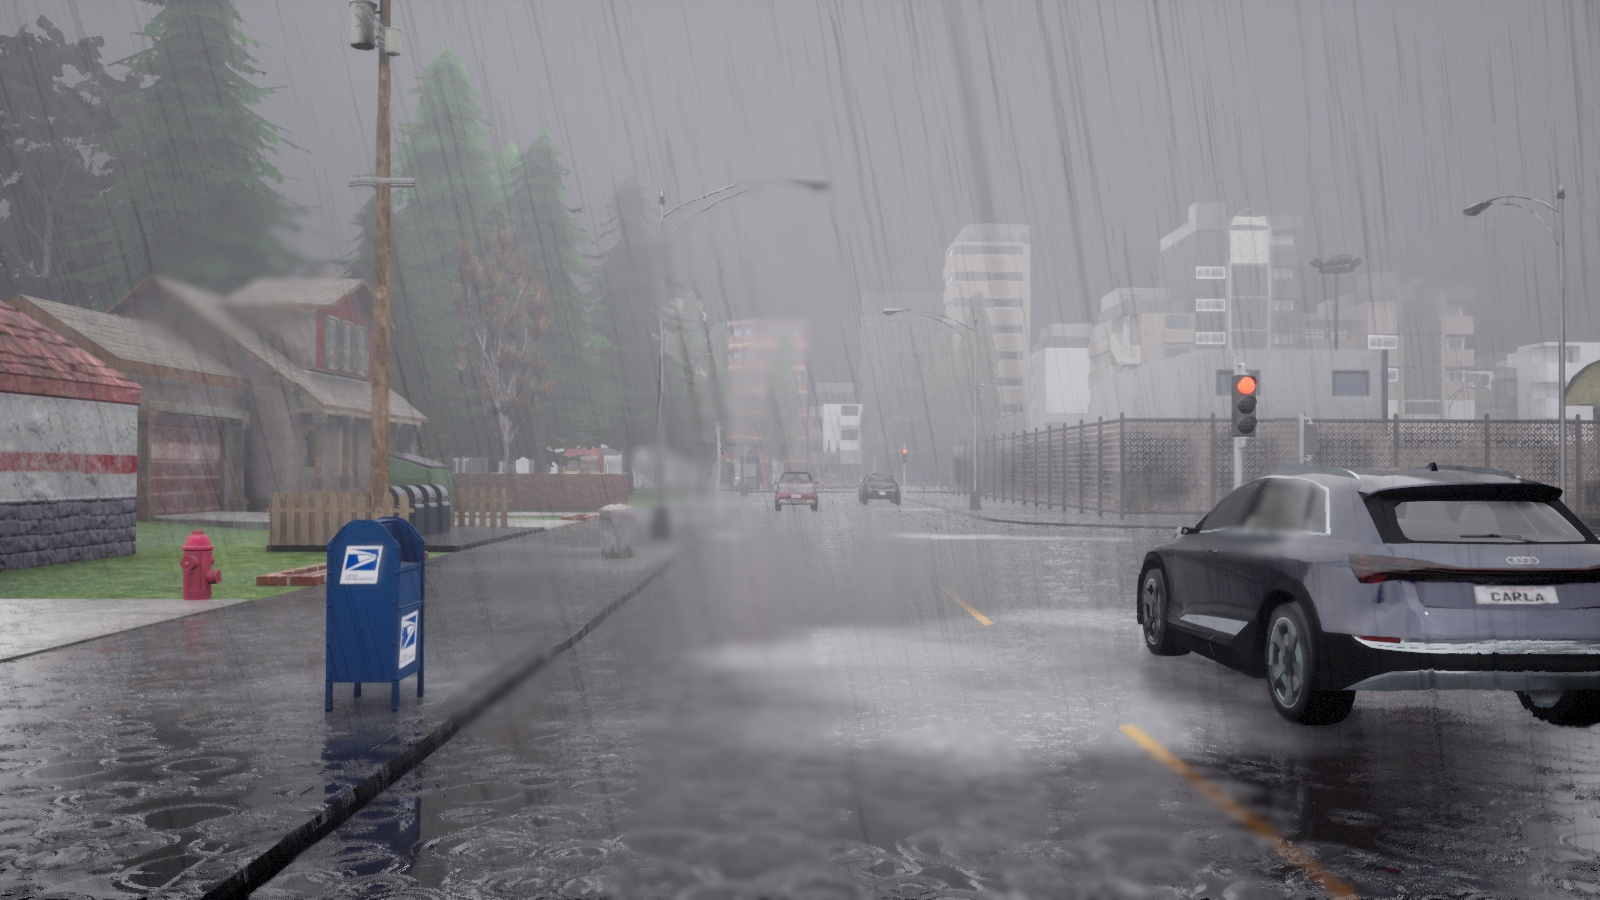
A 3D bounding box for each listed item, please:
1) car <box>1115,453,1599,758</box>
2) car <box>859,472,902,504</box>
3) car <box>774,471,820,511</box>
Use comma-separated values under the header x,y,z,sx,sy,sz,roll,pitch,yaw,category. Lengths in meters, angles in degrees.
x,y,z,sx,sy,sz,roll,pitch,yaw,category
3.983,0.884,9.267,2.033,1.649,4.856,0,-1,-1,car
3.843,1.830,60.659,1.816,1.474,4.193,0,-1,0,car
-0.139,1.645,50.640,1.789,1.549,3.705,0,-1,-1,car
